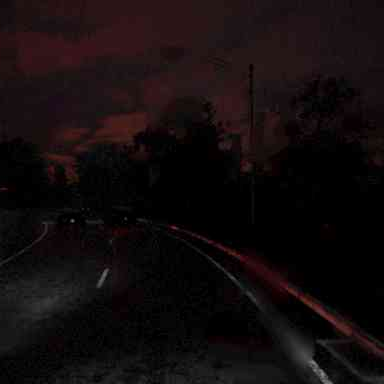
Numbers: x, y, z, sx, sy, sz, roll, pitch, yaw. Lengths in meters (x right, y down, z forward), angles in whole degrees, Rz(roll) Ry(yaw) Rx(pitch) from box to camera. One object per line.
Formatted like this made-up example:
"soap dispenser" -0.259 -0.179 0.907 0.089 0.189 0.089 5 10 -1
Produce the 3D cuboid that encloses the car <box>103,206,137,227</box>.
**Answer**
"car" -5.604 1.776 25.494 1.882 1.535 5.008 1 -2 -23

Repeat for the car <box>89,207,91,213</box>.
"car" -13.632 1.987 39.002 2.033 1.411 5.357 1 -1 -38

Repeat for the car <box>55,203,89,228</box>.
"car" -9.087 1.800 24.764 1.812 1.442 4.674 1 -1 -24
